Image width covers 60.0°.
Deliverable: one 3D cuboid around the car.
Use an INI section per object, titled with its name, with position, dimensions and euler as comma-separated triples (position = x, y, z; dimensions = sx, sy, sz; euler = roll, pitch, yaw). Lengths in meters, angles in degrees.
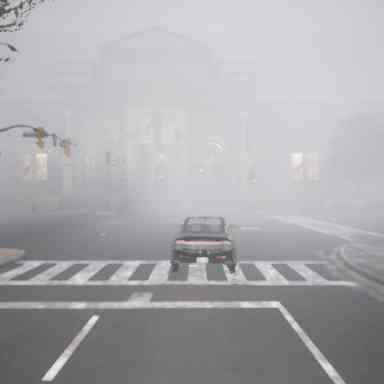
[car]
position = 0.455, 1.534, 10.953
dimensions = 2.128, 1.511, 4.902
euler = 0, 0, 4
